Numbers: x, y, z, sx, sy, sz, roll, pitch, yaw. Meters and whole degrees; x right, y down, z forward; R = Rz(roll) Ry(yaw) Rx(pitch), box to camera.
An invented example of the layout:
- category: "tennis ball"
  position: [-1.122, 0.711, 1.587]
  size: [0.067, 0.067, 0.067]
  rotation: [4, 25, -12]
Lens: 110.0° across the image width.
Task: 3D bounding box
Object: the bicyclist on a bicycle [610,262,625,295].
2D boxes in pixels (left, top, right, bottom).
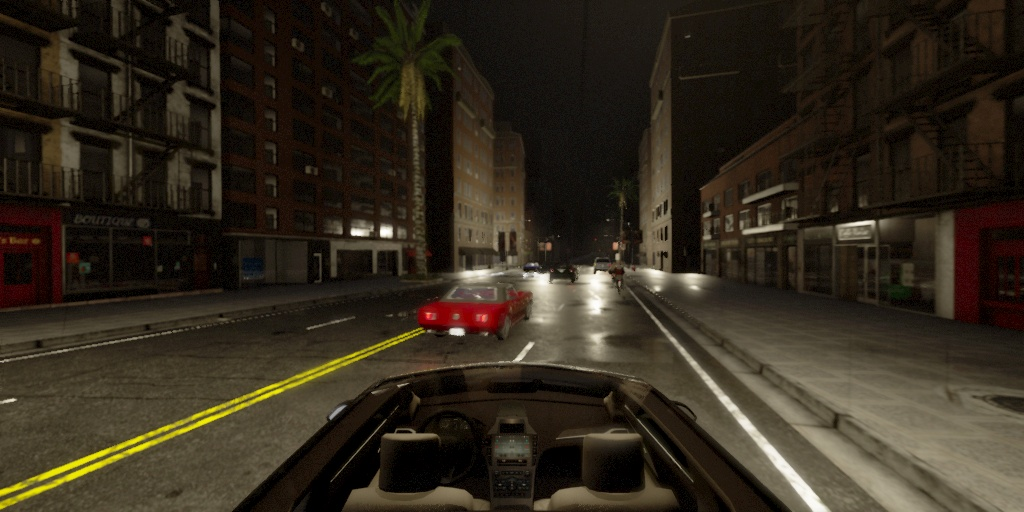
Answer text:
- category: "bicyclist on a bicycle"
  position: [5.877, 1.210, 19.691]
  size: [0.659, 1.776, 1.843]
  rotation: [0, 0, 14]

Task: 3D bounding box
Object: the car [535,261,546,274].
- category: "car"
  position: [4.783, 1.398, 46.251]
  size: [2.097, 1.767, 4.553]
  rotation: [0, 0, 14]

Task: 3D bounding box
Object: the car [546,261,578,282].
- category: "car"
  position: [4.540, 1.277, 31.045]
  size: [2.097, 1.767, 4.553]
  rotation: [0, 0, 14]

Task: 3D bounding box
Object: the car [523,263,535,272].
- category: "car"
  position: [2.926, 1.701, 52.190]
  size: [1.895, 1.301, 4.718]
  rotation: [0, -1, 14]

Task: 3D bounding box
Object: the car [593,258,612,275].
- category: "car"
  position: [11.350, 1.242, 44.971]
  size: [2.150, 2.045, 5.566]
  rotation: [0, 0, 13]

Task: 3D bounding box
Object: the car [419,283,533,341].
- category: "car"
  position: [-0.677, 1.399, 10.112]
  size: [1.895, 1.301, 4.718]
  rotation: [0, 0, 14]
